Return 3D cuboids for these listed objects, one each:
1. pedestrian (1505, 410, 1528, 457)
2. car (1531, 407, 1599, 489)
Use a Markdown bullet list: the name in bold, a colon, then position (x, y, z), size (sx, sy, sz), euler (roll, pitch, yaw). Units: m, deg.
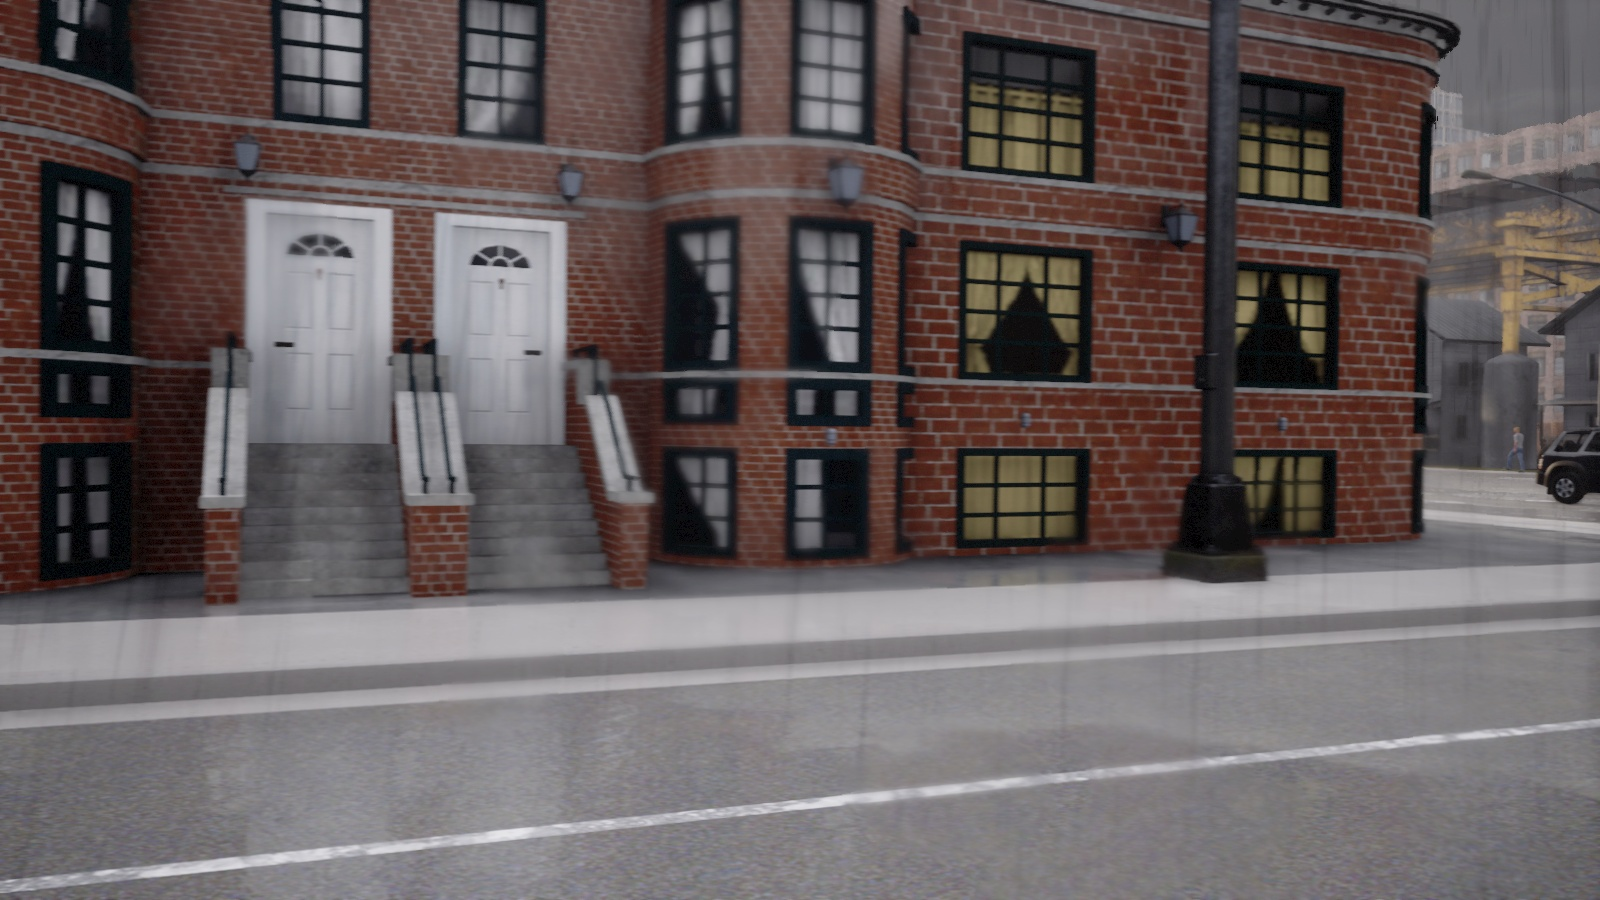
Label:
- **pedestrian**: position (28.206, -0.656, 49.424), size (0.354, 1.836, 0.706), euler (-1, 1, -24)
- **car**: position (19.083, -0.048, 28.032), size (1.932, 1.855, 4.605), euler (-1, 1, -20)
